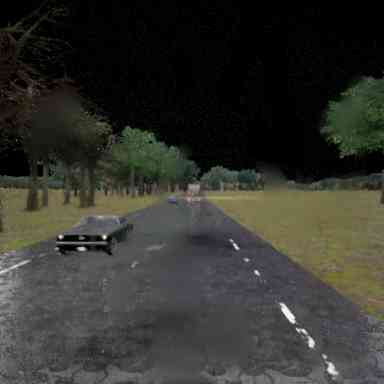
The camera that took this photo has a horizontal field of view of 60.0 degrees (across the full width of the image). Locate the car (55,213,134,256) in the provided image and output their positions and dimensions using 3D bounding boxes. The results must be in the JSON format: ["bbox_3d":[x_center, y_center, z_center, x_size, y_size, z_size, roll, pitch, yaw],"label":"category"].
[{"bbox_3d":[-3.582,1.549,13.045,1.895,1.301,4.718,0,0,0],"label":"car"}]

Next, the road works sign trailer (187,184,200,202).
[{"bbox_3d":[0.408,0.176,64.237,2.380,3.560,2.880,0,1,1],"label":"road works sign trailer"}]

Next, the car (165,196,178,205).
[{"bbox_3d":[-3.262,1.349,54.492,2.033,1.411,5.357,0,0,1],"label":"car"}]
